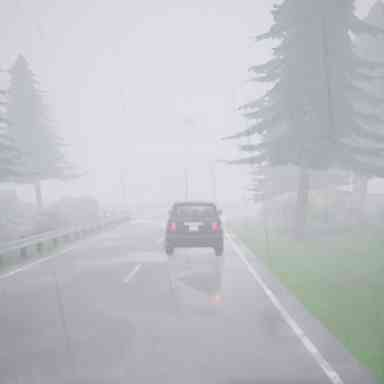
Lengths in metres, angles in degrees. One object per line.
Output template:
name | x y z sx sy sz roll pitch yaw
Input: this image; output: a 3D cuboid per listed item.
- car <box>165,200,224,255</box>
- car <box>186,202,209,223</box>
car | 0.120 1.349 14.005 2.150 2.045 5.566 0 0 1
car | 0.537 1.755 29.437 1.882 1.535 5.008 0 0 2
